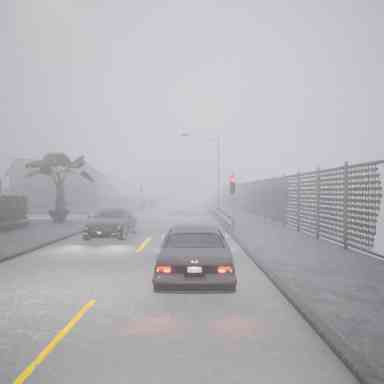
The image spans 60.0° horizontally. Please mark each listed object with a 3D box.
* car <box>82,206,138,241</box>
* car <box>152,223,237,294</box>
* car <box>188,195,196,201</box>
[{"bbox_3d":[-3.943,1.504,16.674,1.837,1.490,4.892,1,0,1],"label":"car"},{"bbox_3d":[0.069,1.547,8.932,2.033,1.411,5.357,0,0,1],"label":"car"},{"bbox_3d":[0.059,1.549,86.582,1.994,1.385,4.181,0,0,0],"label":"car"}]
